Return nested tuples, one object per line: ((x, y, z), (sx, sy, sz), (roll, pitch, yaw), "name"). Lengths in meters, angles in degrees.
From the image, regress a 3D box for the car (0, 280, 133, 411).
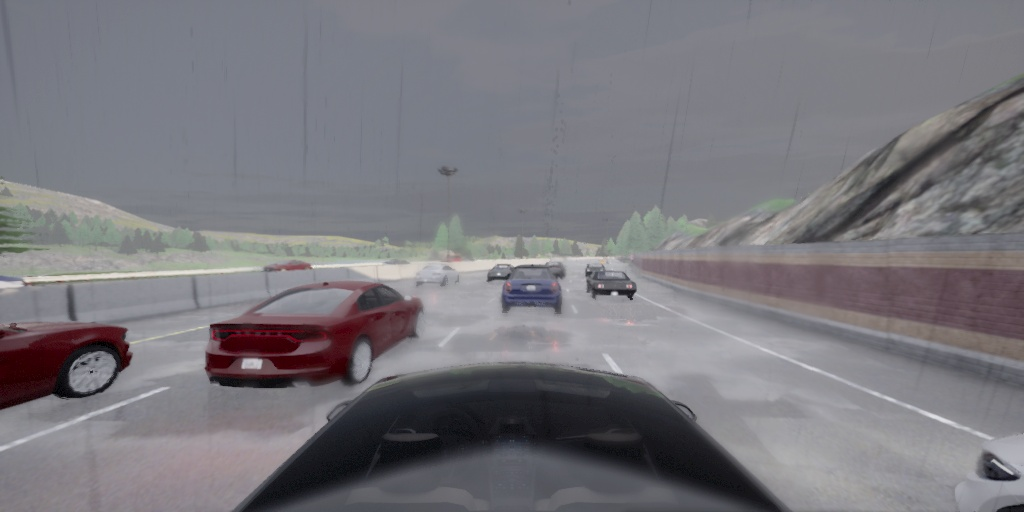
((-6.789, 1.206, 3.410), (1.882, 1.535, 5.008), (0, 0, 1), "car")

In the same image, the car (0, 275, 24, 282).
((-17.217, 1.217, 10.078), (1.812, 1.442, 4.674), (0, 0, 4), "car")

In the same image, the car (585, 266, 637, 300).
((4.763, 1.351, 17.856), (1.895, 1.301, 4.718), (0, 0, 7), "car")

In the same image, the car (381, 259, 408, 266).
((-16.678, 1.148, 51.152), (2.128, 1.511, 4.902), (0, 0, 16), "car")

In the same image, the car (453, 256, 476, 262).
((-7.369, 1.156, 58.568), (1.882, 1.535, 5.008), (0, 0, 16), "car")

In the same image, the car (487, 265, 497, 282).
((-0.582, 1.289, 28.087), (1.994, 1.385, 4.181), (0, 0, 11), "car")

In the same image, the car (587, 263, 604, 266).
((8.224, 1.346, 35.170), (1.895, 1.301, 4.718), (0, 0, 14), "car")

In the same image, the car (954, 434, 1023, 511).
((3.669, 1.288, 0.202), (1.812, 1.442, 4.674), (0, 0, -1), "car")

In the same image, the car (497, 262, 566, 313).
((0.841, 1.094, 14.076), (2.097, 1.767, 4.553), (0, 0, 5), "car")

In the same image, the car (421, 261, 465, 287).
((-4.899, 1.241, 24.034), (1.812, 1.442, 4.674), (0, 0, 9), "car")

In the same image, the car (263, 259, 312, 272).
((-23.689, 1.124, 38.007), (1.882, 1.535, 5.008), (0, 0, 13), "car")

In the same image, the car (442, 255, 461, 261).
((-10.198, 0.883, 61.450), (2.150, 2.045, 5.566), (0, 0, 15), "car")

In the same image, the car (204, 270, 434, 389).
((-3.177, 1.213, 7.005), (1.882, 1.535, 5.008), (0, 0, 2), "car")
